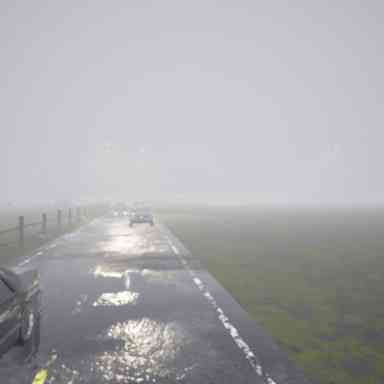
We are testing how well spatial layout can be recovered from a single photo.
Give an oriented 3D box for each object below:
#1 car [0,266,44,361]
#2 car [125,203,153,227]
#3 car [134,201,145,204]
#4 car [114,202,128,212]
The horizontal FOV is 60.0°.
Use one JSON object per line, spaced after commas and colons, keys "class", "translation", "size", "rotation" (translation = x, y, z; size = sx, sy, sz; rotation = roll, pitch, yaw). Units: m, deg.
{"class": "car", "translation": [-3.238, 1.652, 3.763], "size": [2.033, 1.411, 5.357], "rotation": [-1, -1, -9]}
{"class": "car", "translation": [-4.062, 1.921, 26.612], "size": [2.033, 1.411, 5.357], "rotation": [-1, -1, -9]}
{"class": "car", "translation": [-6.589, 1.939, 41.982], "size": [2.097, 1.767, 4.553], "rotation": [-1, -1, -9]}
{"class": "car", "translation": [-11.126, 2.289, 52.362], "size": [1.837, 1.490, 4.892], "rotation": [-1, -1, -9]}
